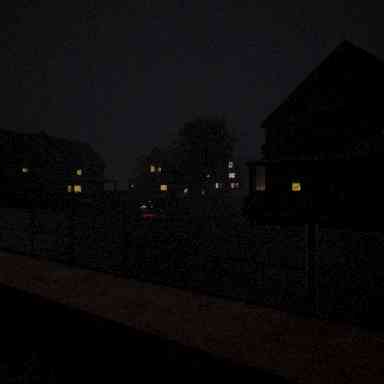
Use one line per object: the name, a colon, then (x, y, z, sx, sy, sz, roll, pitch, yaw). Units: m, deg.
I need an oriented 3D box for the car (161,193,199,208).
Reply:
car: (-1.209, 0.816, 35.954, 1.994, 1.385, 4.181, 1, 2, 36)

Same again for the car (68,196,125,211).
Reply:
car: (-7.722, 1.063, 26.847, 2.033, 1.411, 5.357, 1, 2, 35)

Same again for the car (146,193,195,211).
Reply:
car: (-1.972, 0.928, 29.826, 1.837, 1.490, 4.892, 1, 2, 35)

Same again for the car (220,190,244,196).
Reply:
car: (5.517, 0.488, 45.332, 1.837, 1.490, 4.892, 1, 2, 36)
